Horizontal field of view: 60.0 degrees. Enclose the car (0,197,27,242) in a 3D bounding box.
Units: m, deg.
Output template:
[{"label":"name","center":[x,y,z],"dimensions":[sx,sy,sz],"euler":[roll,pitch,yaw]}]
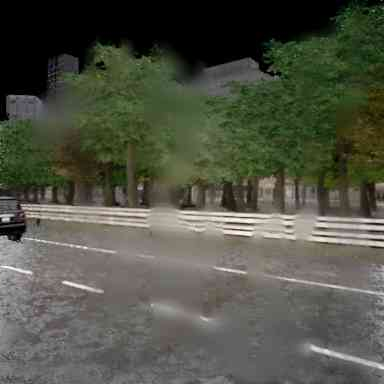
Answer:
[{"label":"car","center":[-9.761,1.223,15.152],"dimensions":[5.566,2.045,2.150],"euler":[0,0,36]}]
